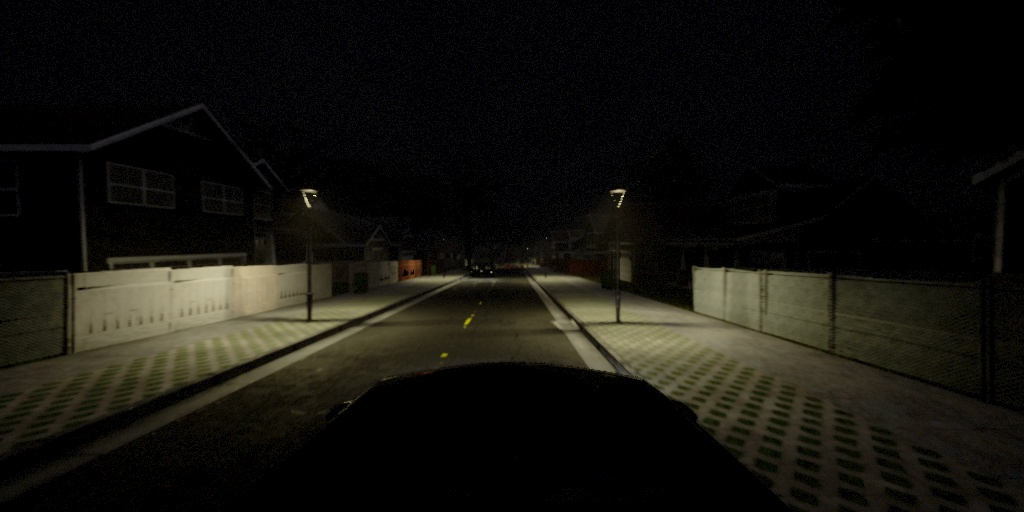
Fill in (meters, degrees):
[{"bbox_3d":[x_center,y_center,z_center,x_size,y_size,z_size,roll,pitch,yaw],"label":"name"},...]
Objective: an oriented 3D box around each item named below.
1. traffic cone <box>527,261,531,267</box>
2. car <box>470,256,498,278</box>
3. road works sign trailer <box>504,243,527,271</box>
[{"bbox_3d":[2.870,1.716,65.321,0.340,0.580,0.340,0,0,17],"label":"traffic cone"},{"bbox_3d":[-2.815,1.058,35.892,2.150,2.045,5.566,0,0,0],"label":"car"},{"bbox_3d":[0.397,0.333,50.619,2.380,3.560,2.880,0,0,-7],"label":"road works sign trailer"}]
